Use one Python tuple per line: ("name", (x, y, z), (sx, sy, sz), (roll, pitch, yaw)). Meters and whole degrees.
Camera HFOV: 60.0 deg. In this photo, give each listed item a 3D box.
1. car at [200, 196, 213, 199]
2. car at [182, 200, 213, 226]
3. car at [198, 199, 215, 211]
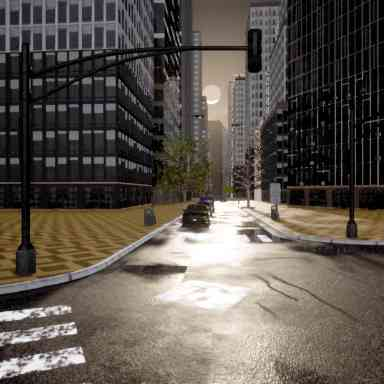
("car", (2.030, 1.554, 45.963), (2.150, 2.045, 5.566), (0, 0, 5))
("car", (0.388, 1.654, 25.148), (1.882, 1.535, 5.008), (0, 0, 5))
("car", (1.193, 1.777, 35.336), (1.812, 1.442, 4.674), (0, 0, 5))
